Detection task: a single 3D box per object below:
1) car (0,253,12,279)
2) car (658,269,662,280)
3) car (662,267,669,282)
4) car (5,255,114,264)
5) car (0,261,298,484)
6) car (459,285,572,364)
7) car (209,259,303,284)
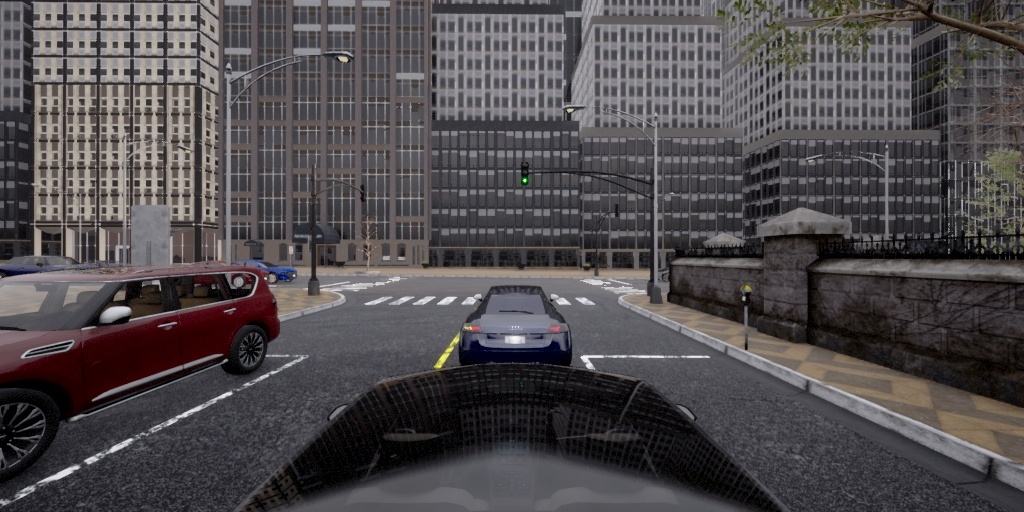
[{"bbox_3d":[-37.290,0.654,24.052,4.553,1.767,2.097,1,0,-1],"label":"car"},{"bbox_3d":[14.320,1.515,31.359,4.181,1.385,1.994,1,0,-1],"label":"car"},{"bbox_3d":[14.505,1.510,28.110,4.181,1.385,1.994,1,0,-1],"label":"car"},{"bbox_3d":[-26.696,0.777,20.918,4.553,1.767,2.097,1,0,-1],"label":"car"},{"bbox_3d":[-5.365,1.065,4.735,2.192,1.841,5.009,0,0,0],"label":"car"},{"bbox_3d":[0.086,1.314,7.763,1.994,1.385,4.181,0,0,1],"label":"car"},{"bbox_3d":[-17.258,1.026,24.302,5.008,1.535,1.882,1,0,0],"label":"car"}]
